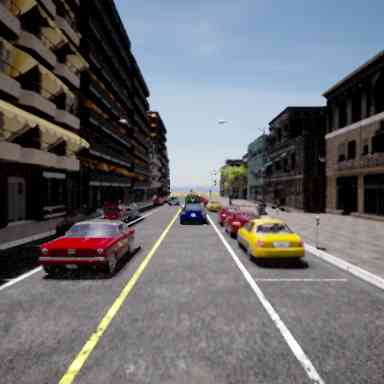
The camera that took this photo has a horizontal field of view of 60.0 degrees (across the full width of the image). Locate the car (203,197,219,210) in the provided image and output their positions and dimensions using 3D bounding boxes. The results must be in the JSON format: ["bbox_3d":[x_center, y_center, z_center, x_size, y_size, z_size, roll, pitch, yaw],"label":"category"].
[{"bbox_3d":[2.676,1.601,40.650,1.752,1.417,4.829,-1,0,0],"label":"car"}]

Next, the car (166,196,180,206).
[{"bbox_3d":[-3.008,1.641,56.813,1.812,1.442,4.674,0,0,0],"label":"car"}]

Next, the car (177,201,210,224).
[{"bbox_3d":[0.099,1.610,25.385,1.994,1.385,4.181,0,0,0],"label":"car"}]

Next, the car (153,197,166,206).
[{"bbox_3d":[-5.707,1.654,57.540,1.887,1.381,4.507,-1,0,0],"label":"car"}]

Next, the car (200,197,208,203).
[{"bbox_3d":[2.672,1.727,74.545,1.802,1.307,4.206,-1,0,0],"label":"car"}]

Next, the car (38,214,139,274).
[{"bbox_3d":[-3.102,1.620,10.781,1.895,1.301,4.718,0,0,0],"label":"car"}]

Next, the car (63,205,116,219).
[{"bbox_3d":[-5.701,1.598,17.798,1.947,1.339,4.313,-1,0,0],"label":"car"}]

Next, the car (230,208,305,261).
[{"bbox_3d":[2.679,1.547,12.264,1.752,1.417,4.829,-1,0,0],"label":"car"}]

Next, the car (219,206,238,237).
[{"bbox_3d":[2.679,1.614,17.771,1.802,1.307,4.206,-1,0,0],"label":"car"}]

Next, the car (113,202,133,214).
[{"bbox_3d":[-5.702,1.587,23.475,1.887,1.381,4.507,-1,0,0],"label":"car"}]

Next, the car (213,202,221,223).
[{"bbox_3d":[2.678,1.625,23.448,1.802,1.307,4.206,-1,0,0],"label":"car"}]

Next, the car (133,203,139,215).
[{"bbox_3d":[-5.703,1.604,29.153,2.008,1.369,4.403,-1,0,0],"label":"car"}]

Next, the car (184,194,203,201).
[{"bbox_3d":[0.095,1.309,46.412,2.150,2.045,5.566,0,0,0],"label":"car"}]

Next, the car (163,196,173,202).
[{"bbox_3d":[-5.709,1.708,80.249,2.008,1.369,4.403,-1,0,0],"label":"car"}]

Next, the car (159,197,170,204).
[{"bbox_3d":[-5.708,1.699,68.895,1.947,1.339,4.313,-1,0,0],"label":"car"}]
